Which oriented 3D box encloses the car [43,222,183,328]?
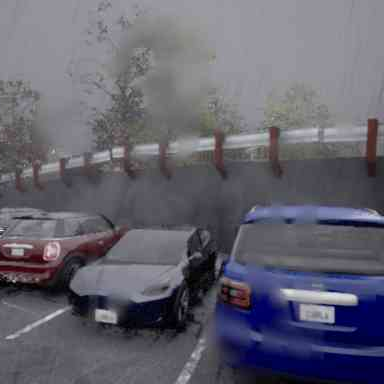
[{"bbox_3d":[-0.636,1.484,7.291,2.163,1.488,4.792,1,0,16],"label":"car"}]

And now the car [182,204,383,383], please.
[{"bbox_3d":[1.843,1.225,5.596,2.435,2.045,5.566,0,0,15],"label":"car"}]

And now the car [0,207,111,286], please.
[{"bbox_3d":[-3.095,1.308,9.050,2.185,1.767,4.553,0,-1,15],"label":"car"}]
